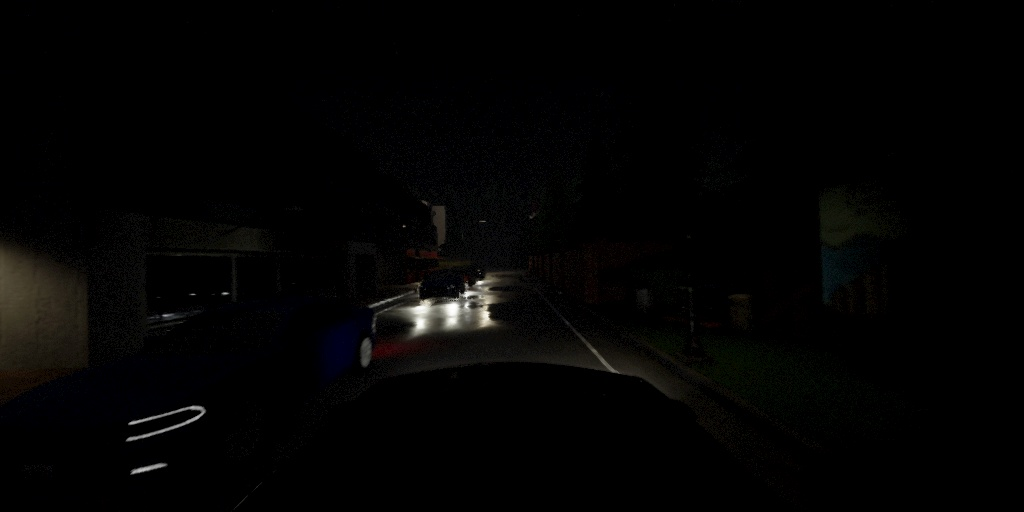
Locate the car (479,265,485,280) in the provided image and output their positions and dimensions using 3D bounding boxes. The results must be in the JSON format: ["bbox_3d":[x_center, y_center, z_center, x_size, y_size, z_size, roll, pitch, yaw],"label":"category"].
[{"bbox_3d":[-3.902,1.696,37.338,1.837,1.490,4.892,-2,-1,-1],"label":"car"}]

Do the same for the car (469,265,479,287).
[{"bbox_3d":[-3.778,1.452,26.141,1.994,1.385,4.181,-2,-1,-1],"label":"car"}]

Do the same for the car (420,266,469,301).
[{"bbox_3d":[-3.800,1.520,20.179,1.882,1.535,5.008,-2,0,-1],"label":"car"}]

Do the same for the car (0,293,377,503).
[{"bbox_3d":[-3.635,1.383,5.222,1.882,1.535,5.008,-2,0,-1],"label":"car"}]
